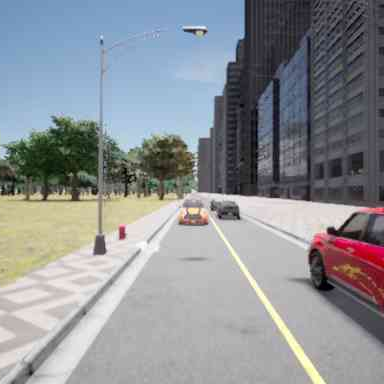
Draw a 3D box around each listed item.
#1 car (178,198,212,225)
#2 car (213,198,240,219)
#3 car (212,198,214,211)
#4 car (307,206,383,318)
[{"bbox_3d":[0.102,1.364,24.138,2.097,1.767,4.553,0,0,0],"label":"car"},{"bbox_3d":[3.178,1.531,29.719,1.837,1.490,4.892,0,0,1],"label":"car"},{"bbox_3d":[3.197,1.515,41.587,2.128,1.511,4.902,0,0,1],"label":"car"},{"bbox_3d":[3.916,1.247,5.937,2.150,2.045,5.566,0,0,0],"label":"car"}]
